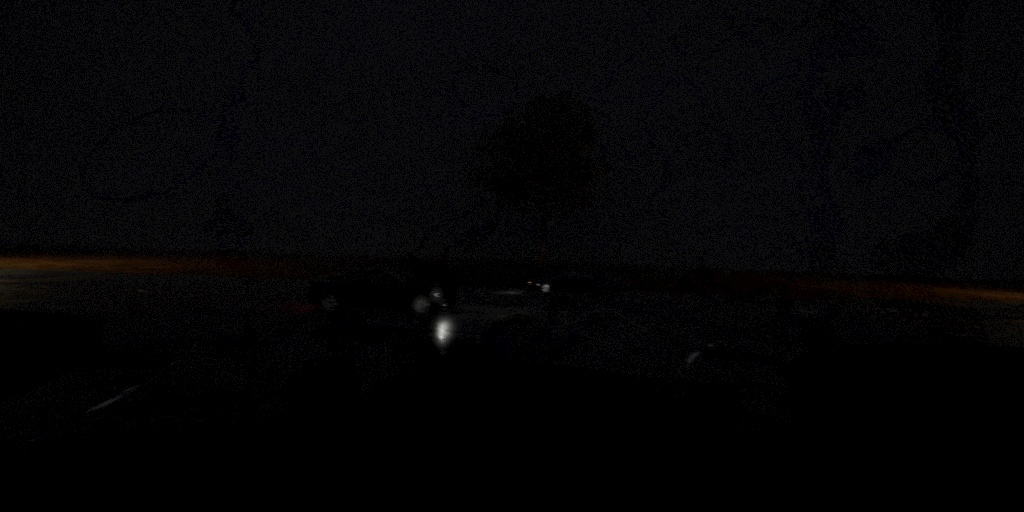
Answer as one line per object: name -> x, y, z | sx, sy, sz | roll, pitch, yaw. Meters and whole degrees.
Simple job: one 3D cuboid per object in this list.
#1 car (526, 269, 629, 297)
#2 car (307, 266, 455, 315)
car -> 3.471, 1.387, 19.419 | 5.357, 1.411, 2.033 | 2, 0, 2
car -> -4.512, 1.157, 12.684 | 5.008, 1.535, 1.882 | 2, 1, 2
